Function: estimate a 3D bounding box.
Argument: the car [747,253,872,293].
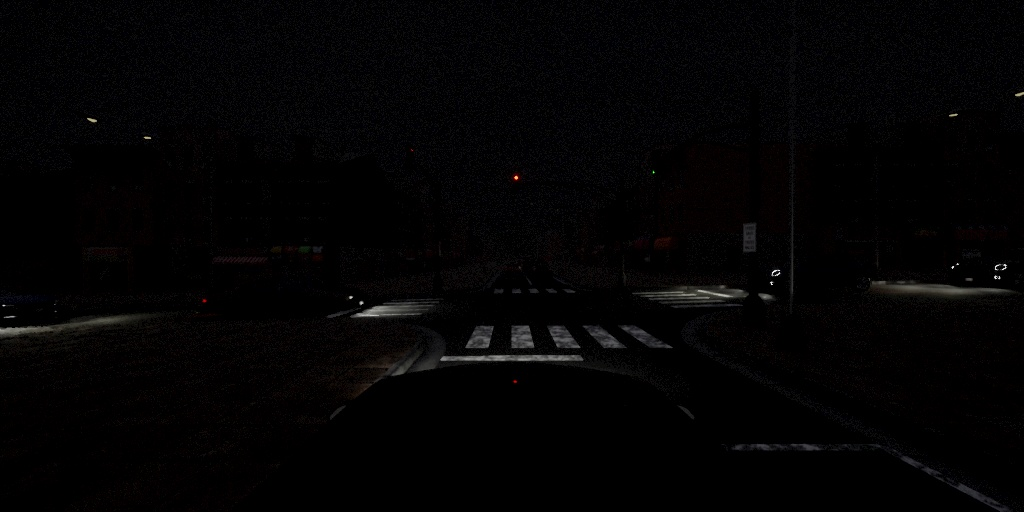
[{"bbox_3d":[13.359,0.685,16.355,4.553,1.767,2.097,-1,0,1],"label":"car"}]

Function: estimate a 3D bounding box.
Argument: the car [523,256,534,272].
[{"bbox_3d":[2.634,1.112,38.567,2.192,1.841,5.009,0,0,0],"label":"car"}]

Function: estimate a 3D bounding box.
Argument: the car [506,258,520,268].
[{"bbox_3d":[0.094,1.398,62.696,1.812,1.442,4.674,0,0,0],"label":"car"}]

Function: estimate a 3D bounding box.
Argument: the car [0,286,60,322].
[{"bbox_3d":[-20.031,1.831,13.320,5.008,1.535,1.882,-2,0,0],"label":"car"}]

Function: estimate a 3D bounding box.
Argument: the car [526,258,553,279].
[{"bbox_3d":[2.635,1.225,33.166,1.967,1.591,4.097,0,0,0],"label":"car"}]

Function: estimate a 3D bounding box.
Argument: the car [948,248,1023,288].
[{"bbox_3d":[23.077,0.434,16.351,4.553,1.767,2.097,-1,0,0],"label":"car"}]

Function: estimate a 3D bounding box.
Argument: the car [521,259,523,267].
[{"bbox_3d":[2.634,1.126,43.970,2.192,1.841,5.009,0,0,0],"label":"car"}]

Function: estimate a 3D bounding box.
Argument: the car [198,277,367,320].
[{"bbox_3d":[-8.459,1.508,13.538,5.357,1.411,2.033,-2,0,-5],"label":"car"}]
